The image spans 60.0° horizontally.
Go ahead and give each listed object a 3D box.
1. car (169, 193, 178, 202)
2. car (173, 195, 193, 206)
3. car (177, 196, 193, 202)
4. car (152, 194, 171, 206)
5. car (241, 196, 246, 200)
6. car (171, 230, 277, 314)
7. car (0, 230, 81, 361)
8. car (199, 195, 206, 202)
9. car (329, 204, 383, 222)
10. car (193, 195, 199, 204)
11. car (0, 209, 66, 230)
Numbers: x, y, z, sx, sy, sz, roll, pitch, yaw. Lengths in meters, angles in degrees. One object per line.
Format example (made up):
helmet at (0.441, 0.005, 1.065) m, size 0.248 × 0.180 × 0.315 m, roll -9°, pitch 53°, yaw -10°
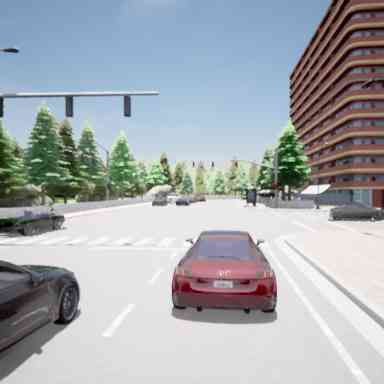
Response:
car at (-3.843, 1.260, 65.507) m, size 2.150 × 2.045 × 5.566 m, roll 0°, pitch 0°, yaw 7°
car at (-1.489, 1.635, 55.139) m, size 1.895 × 1.301 × 4.718 m, roll 0°, pitch 0°, yaw 6°
car at (-1.598, 1.587, 76.394) m, size 2.033 × 1.411 × 5.357 m, roll 0°, pitch 0°, yaw 18°
car at (-5.164, 1.538, 53.673) m, size 1.837 × 1.490 × 4.892 m, roll 0°, pitch 0°, yaw 6°
car at (15.600, 1.652, 90.443) m, size 4.718 × 1.301 × 1.895 m, roll 0°, pitch 0°, yaw -40°
car at (0.758, 1.569, 7.750) m, size 1.994 × 1.385 × 4.181 m, roll 0°, pitch 0°, yaw 6°
car at (-3.144, 1.528, 4.252) m, size 1.812 × 1.442 × 4.674 m, roll 0°, pitch 0°, yaw 6°
car at (1.544, 1.401, 74.758) m, size 2.097 × 1.767 × 4.553 m, roll 0°, pitch 0°, yaw 18°
car at (13.343, 1.637, 26.933) m, size 4.181 × 1.385 × 1.994 m, roll 0°, pitch 0°, yaw 7°
car at (-0.387, 1.587, 64.716) m, size 2.033 × 1.411 × 5.357 m, roll 0°, pitch 0°, yaw 7°
car at (-8.884, 1.611, 18.194) m, size 1.895 × 1.301 × 4.718 m, roll 0°, pitch 0°, yaw 6°
